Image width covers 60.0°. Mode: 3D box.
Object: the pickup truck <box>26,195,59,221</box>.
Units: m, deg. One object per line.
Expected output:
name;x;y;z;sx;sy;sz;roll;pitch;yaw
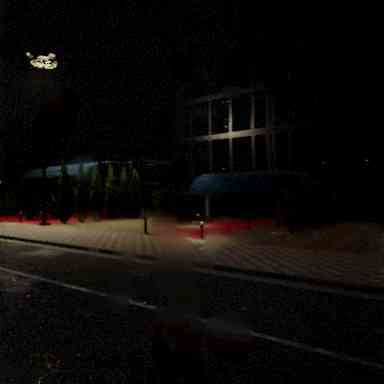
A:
pickup truck;-13.233;1.306;29.441;2.390;2.098;6.274;0;0;-24
